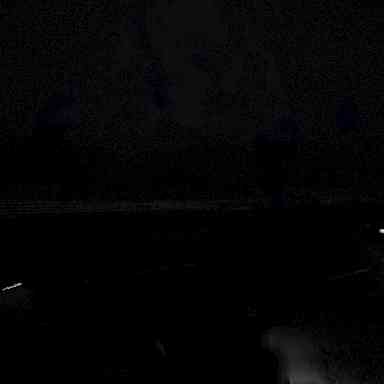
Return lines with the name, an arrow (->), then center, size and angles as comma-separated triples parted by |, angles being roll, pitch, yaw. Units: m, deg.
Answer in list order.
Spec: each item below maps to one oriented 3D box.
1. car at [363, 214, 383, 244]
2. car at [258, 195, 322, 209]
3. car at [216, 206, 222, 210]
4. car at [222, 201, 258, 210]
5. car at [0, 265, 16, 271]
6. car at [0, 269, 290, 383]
car -> 9.454, 1.572, 14.791 | 4.181, 1.385, 1.994 | 0, 0, -36
car -> 8.302, 1.238, 27.069 | 5.566, 2.045, 2.150 | 0, 0, -35
car -> 4.922, 1.563, 33.250 | 5.357, 1.411, 2.033 | 0, 0, -35
car -> 5.250, 1.614, 29.201 | 4.718, 1.301, 1.895 | 0, 0, -35
car -> -5.000, 1.477, 4.480 | 5.008, 1.535, 1.882 | 0, 0, -35
car -> -1.036, 1.565, 3.007 | 4.181, 1.385, 1.994 | 0, 0, -36
